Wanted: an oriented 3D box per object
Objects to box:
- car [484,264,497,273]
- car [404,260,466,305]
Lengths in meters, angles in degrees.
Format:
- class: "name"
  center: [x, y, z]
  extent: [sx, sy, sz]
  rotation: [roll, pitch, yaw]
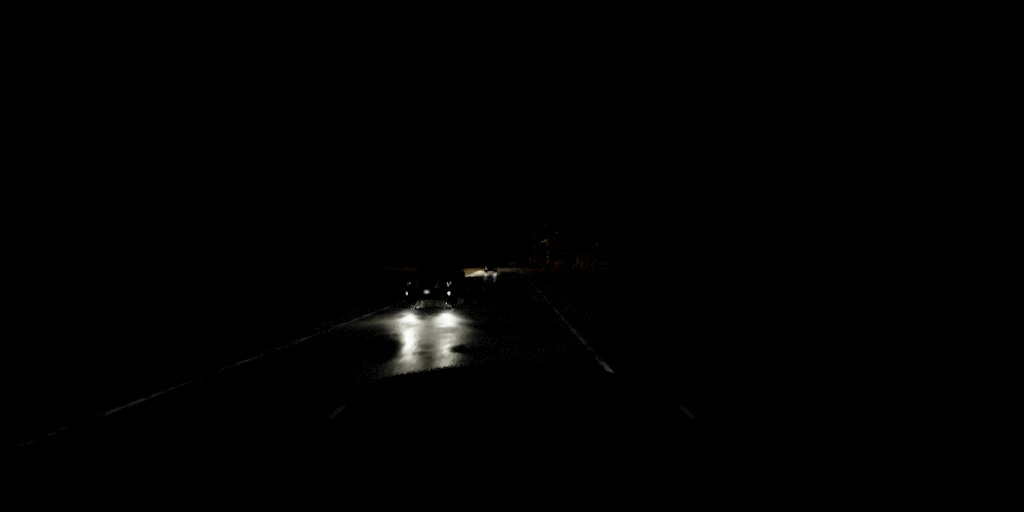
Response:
- class: "car"
  center: [-3.563, 2.057, 59.969]
  extent: [1.837, 1.490, 4.892]
  rotation: [0, -1, 1]
- class: "car"
  center: [-3.606, 1.192, 17.899]
  extent: [2.150, 2.045, 5.566]
  rotation: [0, -1, 0]
